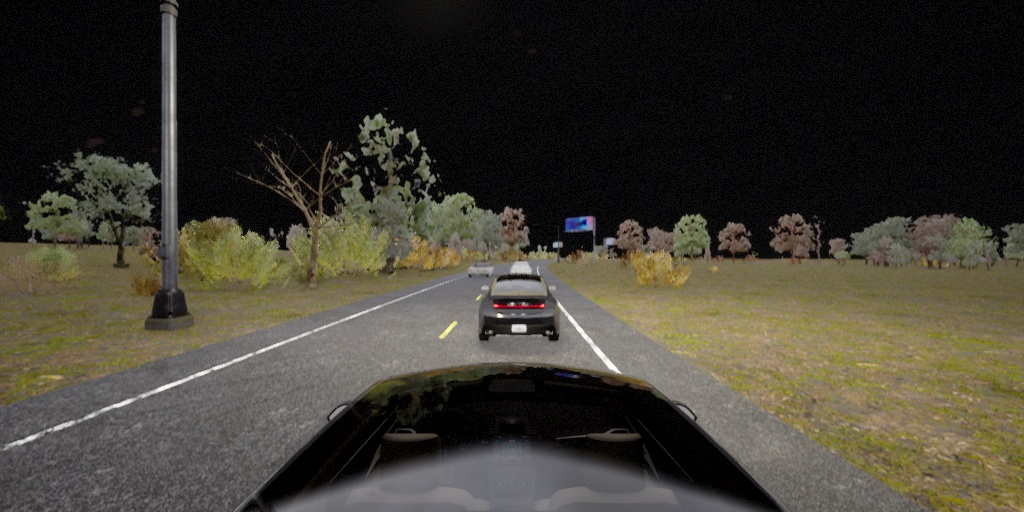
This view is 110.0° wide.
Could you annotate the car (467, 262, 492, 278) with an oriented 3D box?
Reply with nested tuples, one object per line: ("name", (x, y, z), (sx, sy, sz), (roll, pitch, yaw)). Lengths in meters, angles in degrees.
("car", (-2.779, 1.253, 32.424), (1.895, 1.301, 4.718), (0, 0, 3))

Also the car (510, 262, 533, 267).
("car", (0.776, 1.182, 30.292), (1.812, 1.442, 4.674), (0, 0, 3))

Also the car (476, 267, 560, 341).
("car", (0.181, 1.226, 9.747), (1.837, 1.490, 4.892), (0, 0, 1))
